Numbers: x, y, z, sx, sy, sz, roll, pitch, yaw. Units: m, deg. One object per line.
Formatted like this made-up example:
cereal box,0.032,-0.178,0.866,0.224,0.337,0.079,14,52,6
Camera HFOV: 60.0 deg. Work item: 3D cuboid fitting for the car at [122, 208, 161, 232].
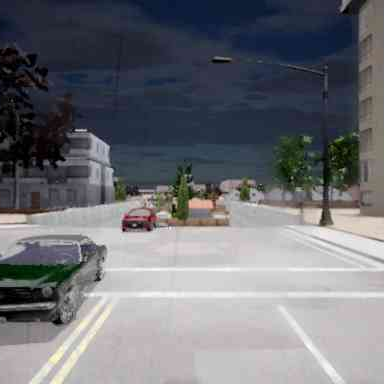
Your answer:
car,-3.573,1.864,23.201,1.882,1.535,5.008,0,-1,0

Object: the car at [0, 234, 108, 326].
car,-3.146,1.665,7.243,1.895,1.301,4.718,0,-1,-5

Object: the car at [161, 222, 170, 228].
car,-3.546,4.257,39.220,1.882,1.535,5.008,0,-10,0
